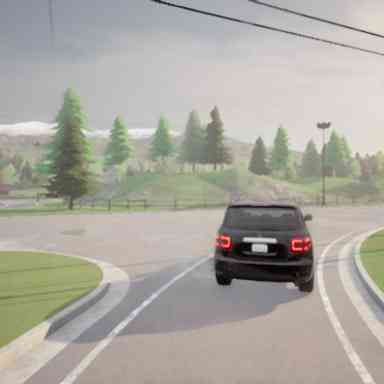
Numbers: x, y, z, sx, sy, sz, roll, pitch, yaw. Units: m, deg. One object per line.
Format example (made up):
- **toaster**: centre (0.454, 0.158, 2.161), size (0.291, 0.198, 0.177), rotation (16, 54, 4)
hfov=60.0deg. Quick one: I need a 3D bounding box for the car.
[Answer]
- **car**: centre (2.090, 1.190, 9.171), size (2.150, 2.045, 5.566), rotation (0, 0, 16)
